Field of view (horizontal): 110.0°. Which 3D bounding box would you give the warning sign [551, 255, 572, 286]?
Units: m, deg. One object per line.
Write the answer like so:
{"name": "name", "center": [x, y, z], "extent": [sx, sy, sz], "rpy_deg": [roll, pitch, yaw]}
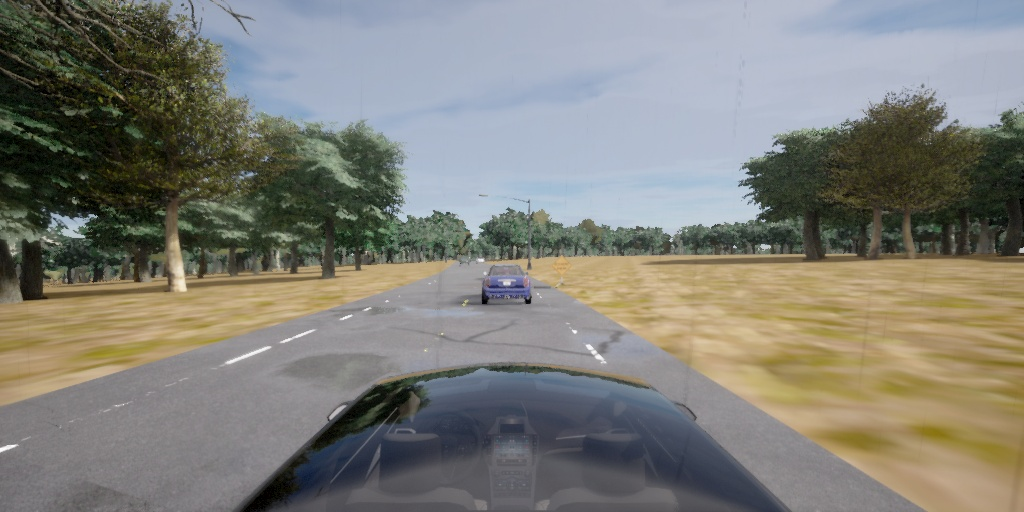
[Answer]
{"name": "warning sign", "center": [3.035, 0.884, 21.885], "extent": [1.300, 1.860, 1.060], "rpy_deg": [0, 0, -3]}

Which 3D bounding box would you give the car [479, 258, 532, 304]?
{"name": "car", "center": [-0.283, 1.126, 16.555], "extent": [2.097, 1.767, 4.553], "rpy_deg": [0, 0, -2]}

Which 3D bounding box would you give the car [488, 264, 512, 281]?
{"name": "car", "center": [-1.137, 1.407, 31.656], "extent": [1.895, 1.301, 4.718], "rpy_deg": [0, 0, -4]}
